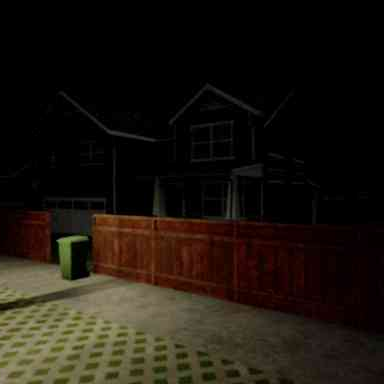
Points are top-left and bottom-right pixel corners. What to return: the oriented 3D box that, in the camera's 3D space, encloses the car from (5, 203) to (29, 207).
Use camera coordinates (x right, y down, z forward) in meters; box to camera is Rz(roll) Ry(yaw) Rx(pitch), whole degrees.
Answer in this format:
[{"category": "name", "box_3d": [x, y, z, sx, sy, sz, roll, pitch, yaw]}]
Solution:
[{"category": "car", "box_3d": [-18.629, 1.962, 34.873, 2.128, 1.511, 4.902, 0, -1, 15]}]
